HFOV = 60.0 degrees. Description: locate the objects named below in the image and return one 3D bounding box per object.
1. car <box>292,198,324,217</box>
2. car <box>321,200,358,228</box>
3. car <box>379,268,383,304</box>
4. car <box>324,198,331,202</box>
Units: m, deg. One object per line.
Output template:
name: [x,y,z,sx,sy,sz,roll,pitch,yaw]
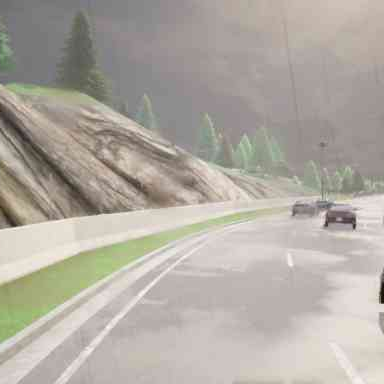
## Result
car: [10.671,1.491,31.073,2.128,1.511,4.902,0,0,29]
car: [10.133,1.525,22.557,1.812,1.442,4.674,0,0,27]
car: [4.136,1.491,4.101,2.128,1.511,4.902,0,0,6]
car: [16.616,1.491,41.737,2.128,1.511,4.902,0,0,29]
